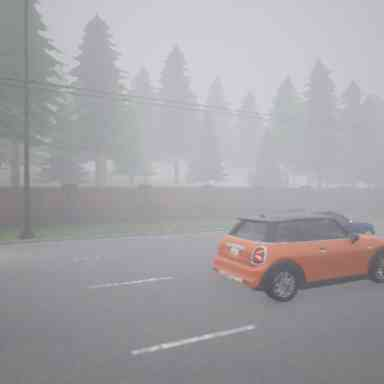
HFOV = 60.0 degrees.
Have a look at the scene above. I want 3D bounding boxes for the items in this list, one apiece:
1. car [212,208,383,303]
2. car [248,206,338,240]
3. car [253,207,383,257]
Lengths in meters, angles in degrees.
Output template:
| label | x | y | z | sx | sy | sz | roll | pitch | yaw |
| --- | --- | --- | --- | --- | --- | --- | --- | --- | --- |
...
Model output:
| label | x | y | z | sx | sy | sz | roll | pitch | yaw |
| --- | --- | --- | --- | --- | --- | --- | --- | --- | --- |
| car | 2.844 | 1.325 | 8.226 | 4.553 | 1.767 | 2.097 | 0 | 0 | -26 |
| car | 5.216 | 1.509 | 17.157 | 4.181 | 1.385 | 1.994 | 0 | 0 | -26 |
| car | 5.037 | 1.433 | 13.180 | 5.008 | 1.535 | 1.882 | 0 | 0 | -26 |
